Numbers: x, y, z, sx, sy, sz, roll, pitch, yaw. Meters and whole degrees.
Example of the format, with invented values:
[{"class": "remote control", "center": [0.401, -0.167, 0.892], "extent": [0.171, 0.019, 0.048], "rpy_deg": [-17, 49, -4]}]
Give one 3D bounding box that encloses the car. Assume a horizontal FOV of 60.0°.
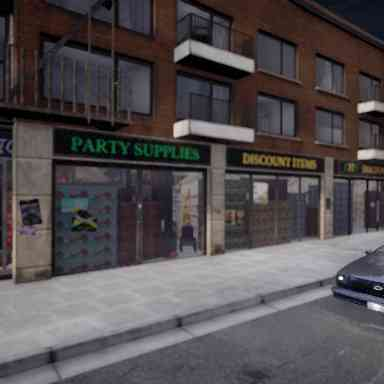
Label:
[{"class": "car", "center": [5.262, 1.541, 7.134], "extent": [5.357, 1.411, 2.033], "rpy_deg": [0, 0, -35]}]
